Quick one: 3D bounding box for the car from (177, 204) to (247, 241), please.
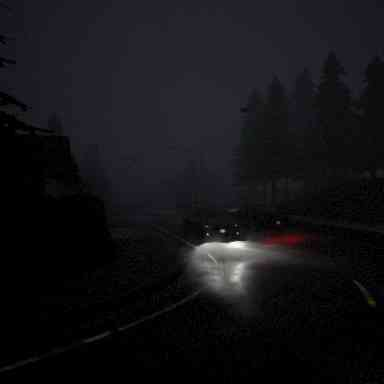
[{"bbox_3d":[0.835,1.550,16.736,1.994,1.385,4.181,0,0,-16],"label":"car"}]

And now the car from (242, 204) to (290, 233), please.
[{"bbox_3d":[3.807,1.454,19.699,1.882,1.535,5.008,0,0,-16],"label":"car"}]

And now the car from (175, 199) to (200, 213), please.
[{"bbox_3d":[-0.373,1.465,33.632,1.837,1.490,4.892,0,0,-17],"label":"car"}]
